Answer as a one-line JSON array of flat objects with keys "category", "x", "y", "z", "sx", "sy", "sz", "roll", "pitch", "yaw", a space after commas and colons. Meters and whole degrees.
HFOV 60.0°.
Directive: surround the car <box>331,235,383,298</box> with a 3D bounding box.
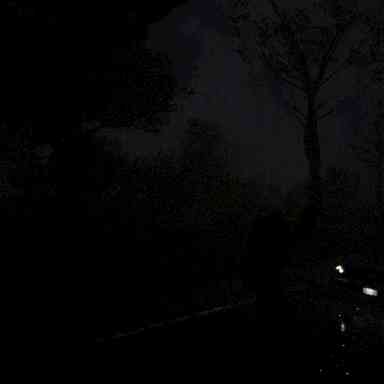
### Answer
[{"category": "car", "x": 5.619, "y": 1.544, "z": 8.001, "sx": 5.357, "sy": 1.411, "sz": 2.033, "roll": 0, "pitch": 0, "yaw": -36}]
